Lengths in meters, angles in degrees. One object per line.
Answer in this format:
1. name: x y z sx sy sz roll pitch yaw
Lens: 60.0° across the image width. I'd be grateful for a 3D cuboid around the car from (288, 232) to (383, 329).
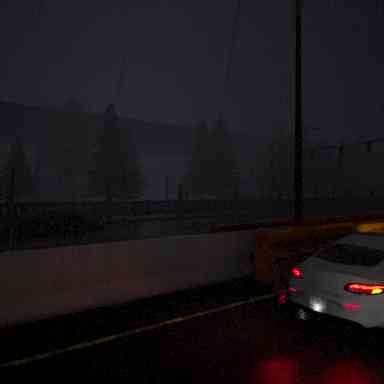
1. car: 3.815 1.525 6.471 4.674 1.442 1.812 0 0 -36
